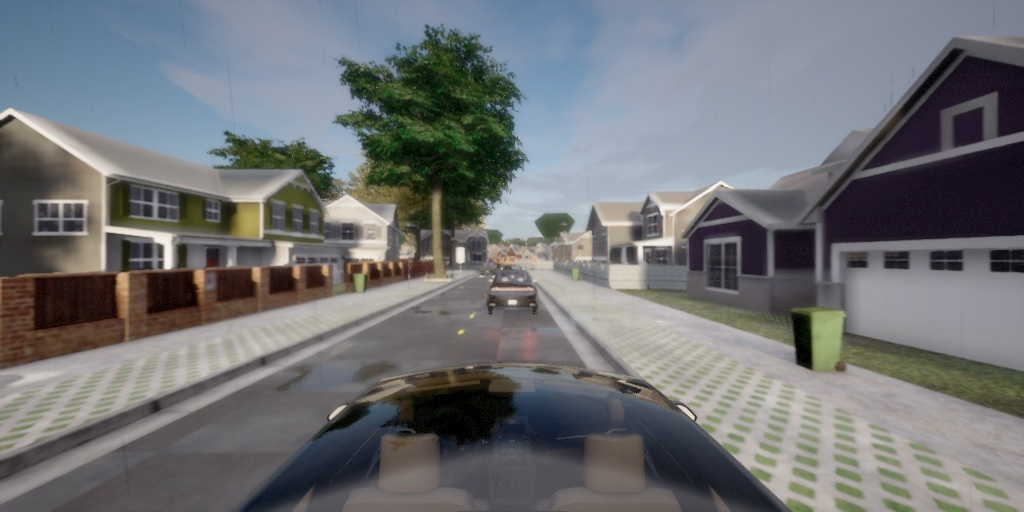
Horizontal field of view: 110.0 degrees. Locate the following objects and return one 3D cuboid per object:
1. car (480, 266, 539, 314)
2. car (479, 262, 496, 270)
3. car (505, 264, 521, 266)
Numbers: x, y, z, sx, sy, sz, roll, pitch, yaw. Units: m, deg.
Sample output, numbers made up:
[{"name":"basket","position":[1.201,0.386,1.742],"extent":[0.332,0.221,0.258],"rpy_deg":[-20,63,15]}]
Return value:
[{"name":"car","position":[0.043,1.332,14.260],"extent":[2.128,1.511,4.902],"rpy_deg":[0,0,1]},{"name":"car","position":[-2.793,1.526,43.053],"extent":[1.837,1.490,4.892],"rpy_deg":[0,-1,1]},{"name":"car","position":[0.055,1.419,30.397],"extent":[1.882,1.535,5.008],"rpy_deg":[0,0,0]}]
